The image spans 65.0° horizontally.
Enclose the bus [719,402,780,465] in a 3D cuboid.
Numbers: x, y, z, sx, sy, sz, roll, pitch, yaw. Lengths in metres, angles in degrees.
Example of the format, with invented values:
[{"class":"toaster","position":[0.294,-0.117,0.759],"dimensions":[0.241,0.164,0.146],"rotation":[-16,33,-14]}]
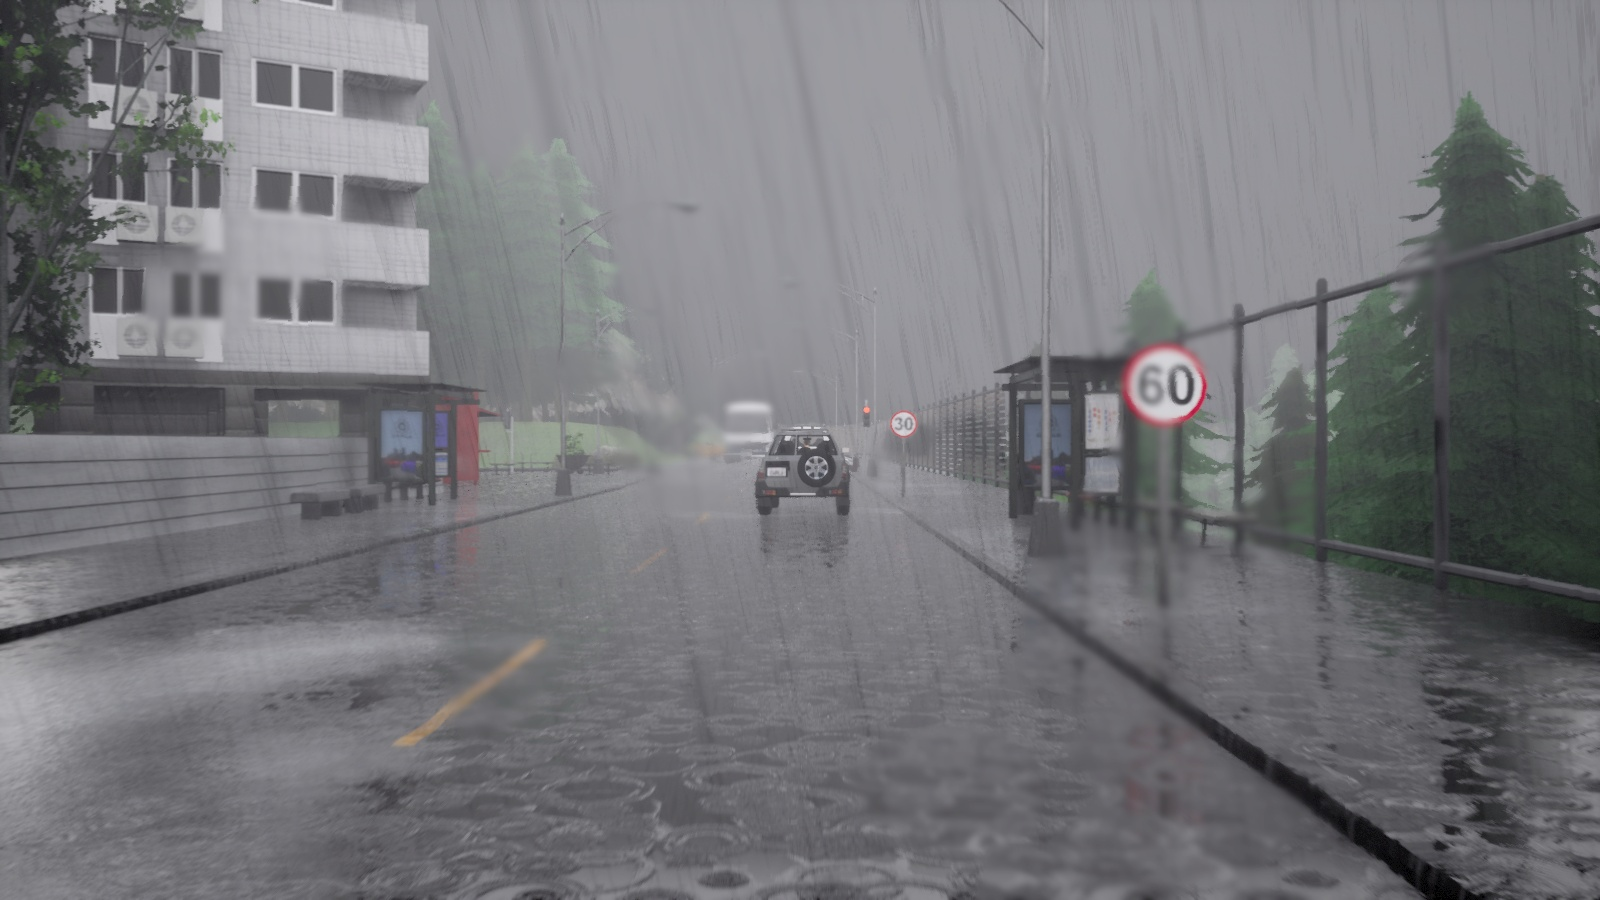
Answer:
[{"class":"bus","position":[-3.509,-1.141,90.220],"dimensions":[3.944,4.253,10.273],"rotation":[0,0,0]}]

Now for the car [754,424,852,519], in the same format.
[{"class":"car","position":[0.145,0.411,26.966],"dimensions":[1.932,1.855,4.605],"rotation":[0,0,2]}]
